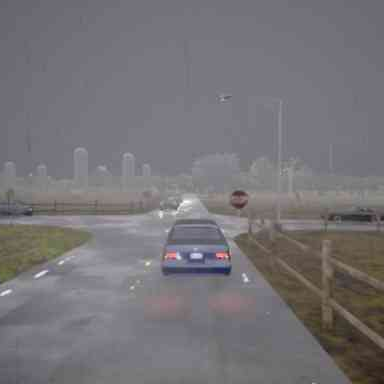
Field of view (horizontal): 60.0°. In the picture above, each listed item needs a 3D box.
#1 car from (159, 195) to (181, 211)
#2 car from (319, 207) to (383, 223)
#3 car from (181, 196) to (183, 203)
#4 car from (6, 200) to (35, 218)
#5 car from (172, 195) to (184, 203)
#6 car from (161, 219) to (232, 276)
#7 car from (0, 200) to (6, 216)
[{"bbox_3d":[-2.783,1.294,40.482,2.097,1.767,4.553,0,0,0],"label":"car"},{"bbox_3d":[12.752,1.827,26.514,4.718,1.301,1.895,1,1,0],"label":"car"},{"bbox_3d":[-2.817,1.396,50.963,1.882,1.535,5.008,0,0,0],"label":"car"},{"bbox_3d":[-14.701,1.281,26.235,4.181,1.385,1.994,1,1,1],"label":"car"},{"bbox_3d":[-2.739,1.373,65.470,2.128,1.511,4.902,0,0,0],"label":"car"},{"bbox_3d":[0.106,1.537,10.260,2.033,1.411,5.357,0,0,0],"label":"car"},{"bbox_3d":[-16.177,1.338,23.402,4.718,1.301,1.895,1,1,0],"label":"car"}]
